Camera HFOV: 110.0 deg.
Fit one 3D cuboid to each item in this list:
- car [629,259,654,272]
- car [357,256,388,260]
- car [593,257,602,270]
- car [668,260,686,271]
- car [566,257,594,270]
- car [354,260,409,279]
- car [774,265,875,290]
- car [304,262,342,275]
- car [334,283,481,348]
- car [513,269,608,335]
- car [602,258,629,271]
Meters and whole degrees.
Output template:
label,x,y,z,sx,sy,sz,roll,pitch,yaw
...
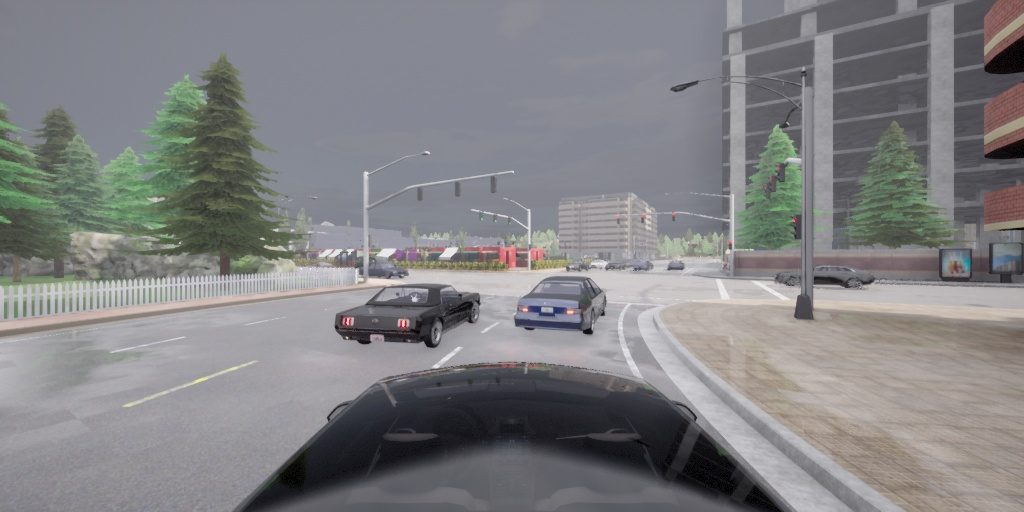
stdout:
label,x,y,z,sx,sy,sz,roll,pitch,yaw
car,17.412,1.296,47.413,2.033,1.411,5.357,0,0,30
car,-14.661,1.026,38.837,5.566,2.045,2.150,0,0,30
car,13.103,1.275,54.365,1.812,1.442,4.674,0,0,30
car,23.269,1.313,50.612,1.994,1.385,4.181,0,0,30
car,8.528,1.241,46.358,2.128,1.511,4.902,0,0,30
car,-12.023,1.352,33.242,5.357,1.411,2.033,0,0,31
car,19.887,1.296,23.054,4.902,1.511,2.128,0,0,30
car,-20.056,1.331,37.922,4.674,1.442,1.812,0,0,30
car,-2.256,1.351,9.317,1.895,1.301,4.718,0,0,11
car,1.679,1.297,10.673,2.033,1.411,5.357,0,0,20
car,14.274,1.313,49.342,1.994,1.385,4.181,0,0,30
